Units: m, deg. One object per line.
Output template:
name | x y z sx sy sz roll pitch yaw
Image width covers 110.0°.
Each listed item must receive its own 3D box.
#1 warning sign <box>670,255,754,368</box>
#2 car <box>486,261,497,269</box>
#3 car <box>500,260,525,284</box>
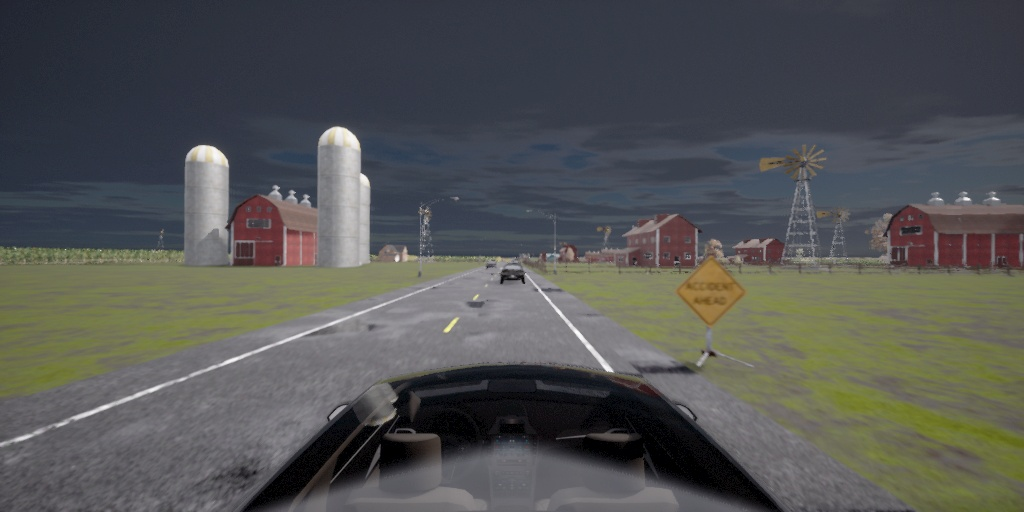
warning sign | 3.541 0.920 6.461 1.300 1.860 1.060 0 0 0
car | -3.610 1.599 63.537 2.033 1.411 5.357 1 0 0
car | 0.056 1.344 28.840 1.882 1.535 5.008 1 0 0
